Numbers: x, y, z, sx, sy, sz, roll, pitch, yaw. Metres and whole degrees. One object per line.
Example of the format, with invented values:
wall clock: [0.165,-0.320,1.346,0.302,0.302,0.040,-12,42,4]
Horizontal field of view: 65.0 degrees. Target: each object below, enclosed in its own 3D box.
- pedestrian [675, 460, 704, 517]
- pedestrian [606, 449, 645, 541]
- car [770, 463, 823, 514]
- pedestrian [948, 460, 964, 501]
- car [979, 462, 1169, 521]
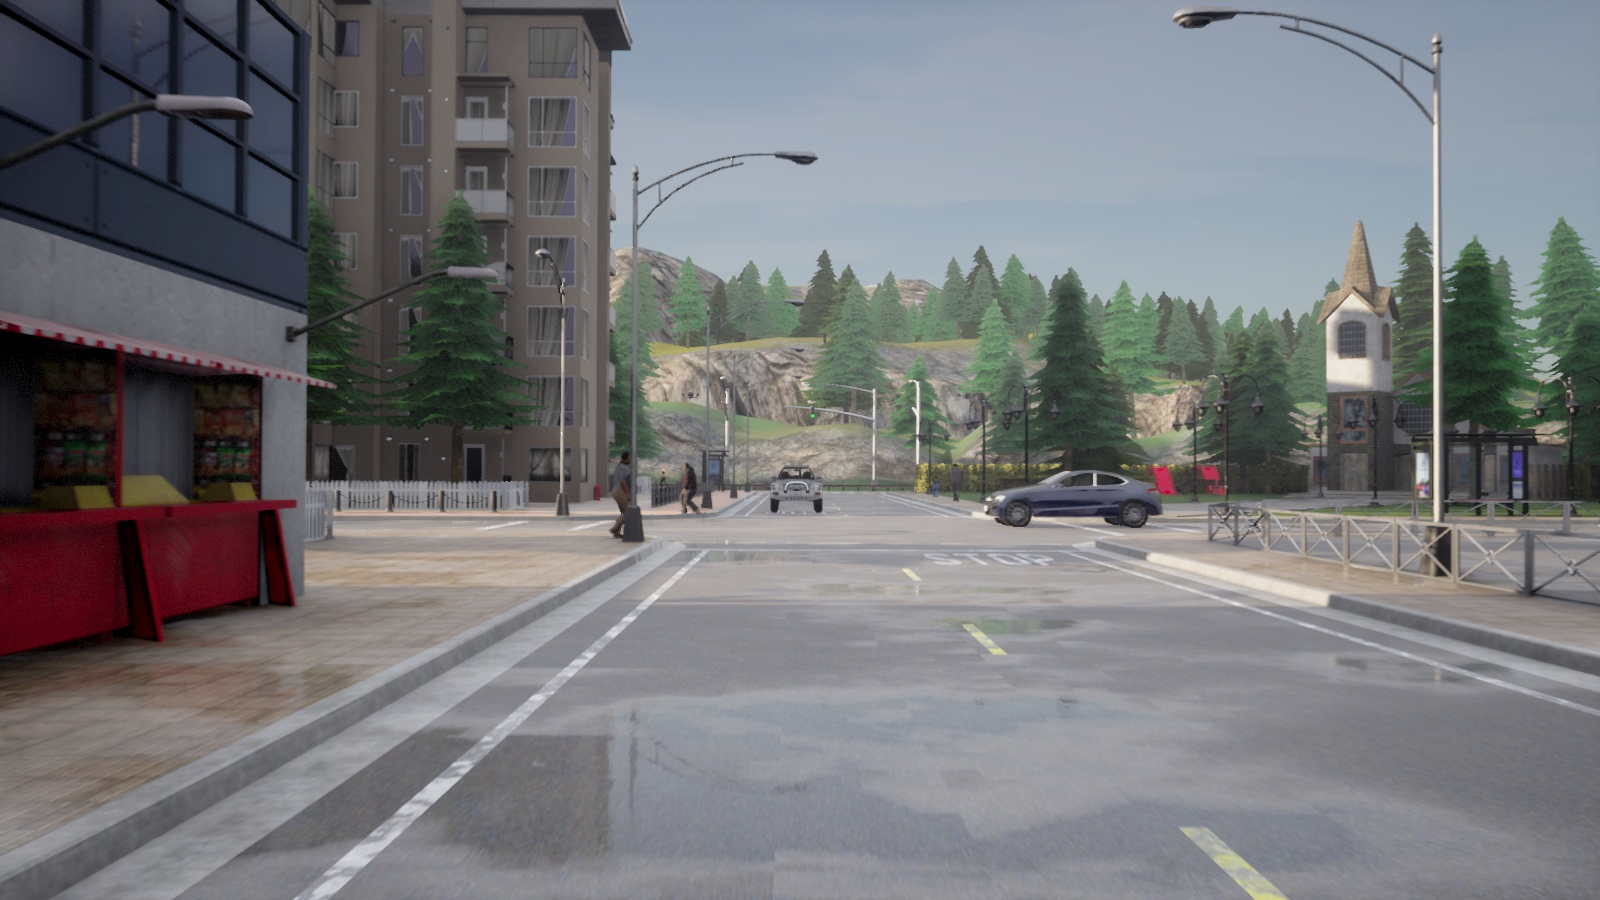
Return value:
pedestrian: [-3.604,1.238,41.026,0.899,1.844,0.634,0,-1,-1]
pedestrian: [-3.556,0.908,25.568,0.694,1.848,0.540,0,-1,-17]
car: [-0.125,1.439,48.241,1.932,1.855,4.605,0,-1,0]
pedestrian: [7.460,1.451,60.076,0.659,1.952,0.873,0,-1,-2]
car: [7.858,1.186,36.424,5.027,1.651,2.152,0,-1,-1]
